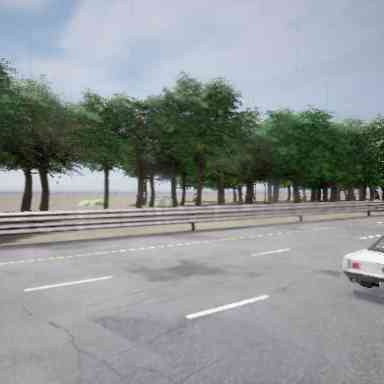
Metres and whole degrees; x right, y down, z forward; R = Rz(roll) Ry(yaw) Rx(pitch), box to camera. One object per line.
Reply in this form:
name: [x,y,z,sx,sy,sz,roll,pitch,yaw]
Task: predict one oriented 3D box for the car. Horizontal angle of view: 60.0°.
car: [5.712,1.601,7.935,4.718,1.301,1.895,0,0,-35]
